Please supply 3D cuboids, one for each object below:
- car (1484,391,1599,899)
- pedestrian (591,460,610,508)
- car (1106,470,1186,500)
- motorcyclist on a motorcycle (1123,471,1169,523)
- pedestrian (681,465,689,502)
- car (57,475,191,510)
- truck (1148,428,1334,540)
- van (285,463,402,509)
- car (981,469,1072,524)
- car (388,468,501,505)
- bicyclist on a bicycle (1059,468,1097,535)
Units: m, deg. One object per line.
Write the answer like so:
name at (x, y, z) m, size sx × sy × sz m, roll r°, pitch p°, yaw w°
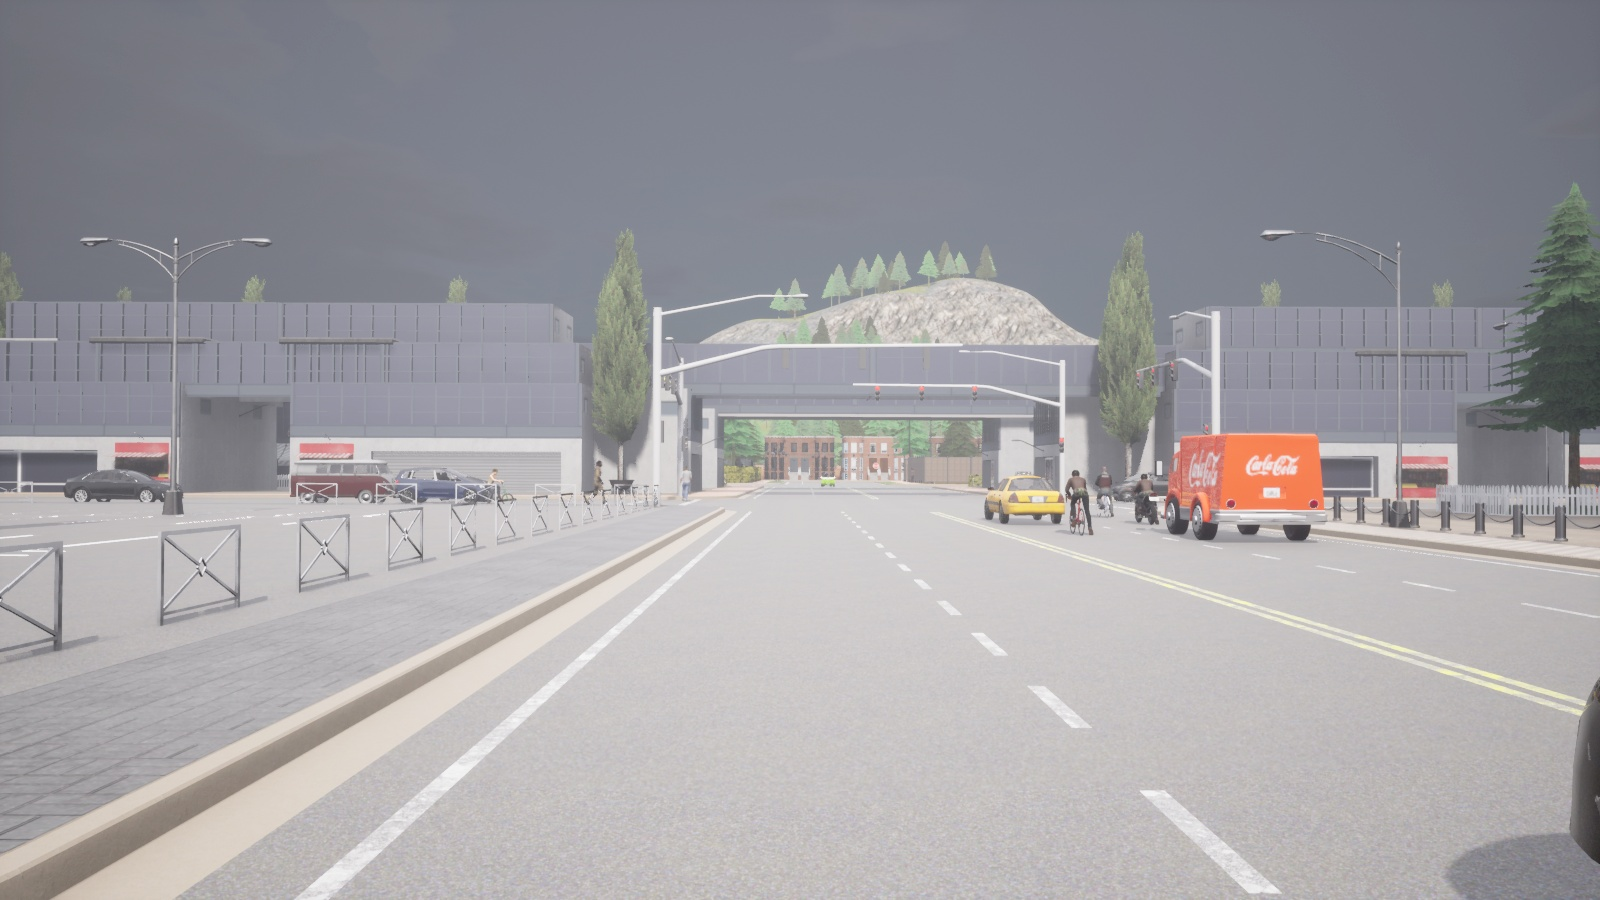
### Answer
car at (3.494, 0.611, 1.896) m, size 2.152 × 1.651 × 5.027 m, roll 0°, pitch -1°, yaw 0°
pedestrian at (-8.040, 1.352, 50.558) m, size 0.692 × 1.930 × 0.396 m, roll 0°, pitch -1°, yaw 0°
car at (17.991, 1.816, 65.381) m, size 3.705 × 1.549 × 1.789 m, roll 0°, pitch -1°, yaw 0°
motorcyclist on a motorcycle at (10.410, 1.389, 37.836) m, size 0.797 × 1.523 × 2.044 m, roll 0°, pitch -1°, yaw 0°
pedestrian at (-5.759, 1.681, 62.883) m, size 0.354 × 1.836 × 0.706 m, roll 0°, pitch -1°, yaw -12°
car at (-29.634, 1.861, 55.121) m, size 4.892 × 1.490 × 1.837 m, roll 0°, pitch -1°, yaw 2°
truck at (10.424, 0.793, 30.231) m, size 2.627 × 2.467 × 5.204 m, roll 0°, pitch -1°, yaw 0°
van at (-19.907, 1.566, 54.868) m, size 4.442 × 1.987 × 1.775 m, roll 0°, pitch -1°, yaw 1°
car at (6.909, 1.376, 38.809) m, size 1.801 × 1.575 × 5.366 m, roll 0°, pitch -1°, yaw 0°
car at (-16.446, 1.701, 58.287) m, size 4.611 × 1.667 × 2.242 m, roll 0°, pitch -1°, yaw 1°
bicyclist on a bicycle at (6.926, 1.265, 31.345) m, size 0.582 × 1.620 × 1.656 m, roll 0°, pitch -1°, yaw 0°
